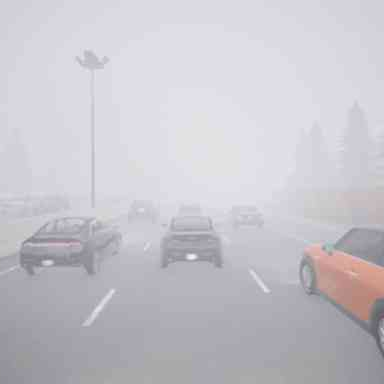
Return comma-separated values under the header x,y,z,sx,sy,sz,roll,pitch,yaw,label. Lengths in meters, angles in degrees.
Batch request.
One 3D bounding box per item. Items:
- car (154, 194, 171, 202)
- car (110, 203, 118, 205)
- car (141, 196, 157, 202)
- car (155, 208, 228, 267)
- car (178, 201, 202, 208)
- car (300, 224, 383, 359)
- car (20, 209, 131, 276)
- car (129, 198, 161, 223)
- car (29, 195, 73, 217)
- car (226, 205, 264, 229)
x,y,z,sx,sy,sz,roll,pitch,yaw,label
-6.676,1.371,76.041,2.097,1.767,4.553,0,0,20,car
-10.531,1.557,43.552,2.128,1.511,4.902,0,0,4,car
-9.892,1.579,77.415,1.994,1.385,4.181,0,0,20,car
-0.021,1.506,11.434,1.837,1.490,4.892,0,0,0,car
-0.191,1.482,28.109,1.882,1.535,5.008,0,0,0,car
3.508,1.332,5.781,2.097,1.767,4.553,0,0,0,car
-3.514,1.512,10.482,2.128,1.511,4.902,0,0,-1,car
-3.678,1.376,26.240,2.097,1.767,4.553,0,0,0,car
-14.393,1.310,34.420,2.150,2.045,5.566,0,0,0,car
3.353,1.530,21.685,2.033,1.411,5.357,0,0,0,car
